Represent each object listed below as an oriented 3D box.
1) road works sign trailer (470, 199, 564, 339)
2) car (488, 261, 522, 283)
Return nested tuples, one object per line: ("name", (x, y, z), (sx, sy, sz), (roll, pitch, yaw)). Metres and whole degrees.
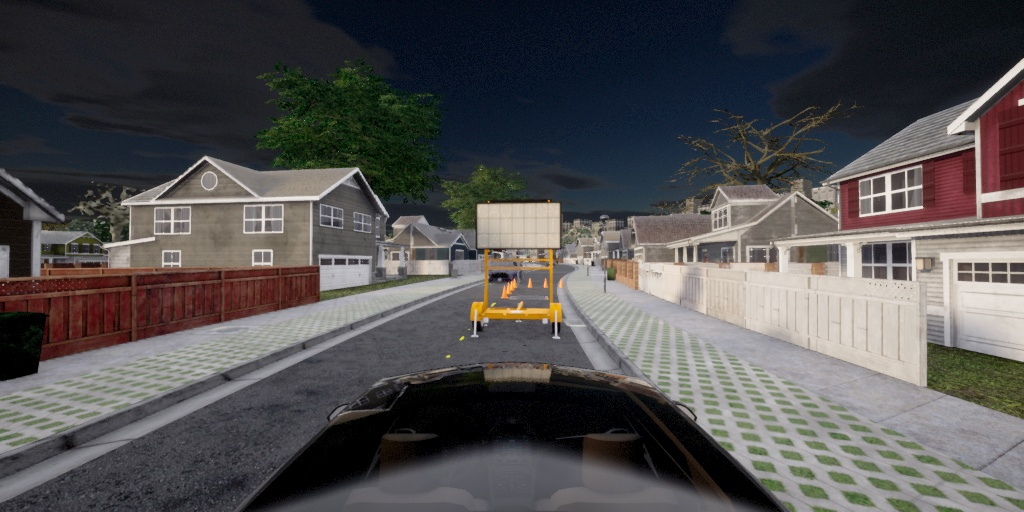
("road works sign trailer", (0.196, 0.220, 10.165), (2.380, 3.560, 2.880), (0, 0, 5))
("car", (-0.524, 1.143, 28.017), (2.097, 1.767, 4.553), (0, 0, 10))
